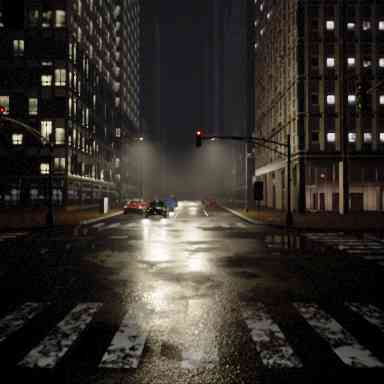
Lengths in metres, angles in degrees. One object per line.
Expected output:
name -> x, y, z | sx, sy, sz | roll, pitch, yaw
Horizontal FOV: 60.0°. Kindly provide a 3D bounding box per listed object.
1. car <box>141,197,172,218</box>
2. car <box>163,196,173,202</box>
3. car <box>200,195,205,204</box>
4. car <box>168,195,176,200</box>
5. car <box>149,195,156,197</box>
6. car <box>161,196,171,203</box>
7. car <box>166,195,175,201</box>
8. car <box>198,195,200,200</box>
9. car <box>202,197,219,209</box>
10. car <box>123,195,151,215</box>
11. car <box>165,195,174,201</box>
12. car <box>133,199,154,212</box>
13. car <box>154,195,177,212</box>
car -> -3.111, 1.509, 30.320 | 1.837, 1.490, 4.892 | 0, 0, 0
car -> -5.708, 1.565, 78.338 | 2.008, 1.369, 4.403 | 1, 0, 0
car -> 2.682, 1.535, 56.278 | 1.752, 1.417, 4.829 | 1, 0, 0
car -> -5.716, 1.584, 95.064 | 1.947, 1.339, 4.313 | 1, 0, 0
car -> -5.690, 1.323, 44.887 | 2.192, 1.841, 5.009 | 1, 0, 0
car -> -5.706, 1.558, 72.763 | 1.887, 1.381, 4.507 | 1, 0, 0
car -> -5.713, 1.568, 89.489 | 2.008, 1.369, 4.403 | 1, 0, 0
car -> 2.678, 1.577, 61.686 | 1.947, 1.339, 4.313 | 1, 0, 0
car -> 2.685, 1.590, 44.953 | 1.802, 1.307, 4.206 | 1, 0, 0
car -> -5.688, 1.446, 33.737 | 1.967, 1.590, 4.097 | 1, 0, 0
car -> -5.711, 1.560, 83.913 | 1.887, 1.381, 4.507 | 1, 0, 0
car -> -5.693, 1.588, 39.312 | 1.802, 1.307, 4.206 | 1, 0, 0
car -> -3.114, 1.484, 39.825 | 1.882, 1.535, 5.008 | 0, 0, 0
